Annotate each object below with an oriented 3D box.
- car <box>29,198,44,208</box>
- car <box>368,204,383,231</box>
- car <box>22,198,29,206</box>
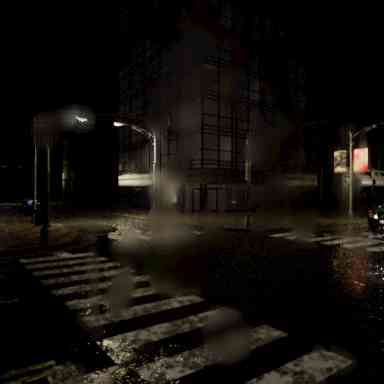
[{"bbox_3d":[-23.969,1.810,52.572,1.895,1.301,4.718,0,0,-35],"label":"car"},{"bbox_3d":[13.539,1.447,21.302,5.566,2.045,2.150,1,0,-35],"label":"car"},{"bbox_3d":[-29.688,1.788,60.787,2.033,1.411,5.357,0,0,-36],"label":"car"}]
